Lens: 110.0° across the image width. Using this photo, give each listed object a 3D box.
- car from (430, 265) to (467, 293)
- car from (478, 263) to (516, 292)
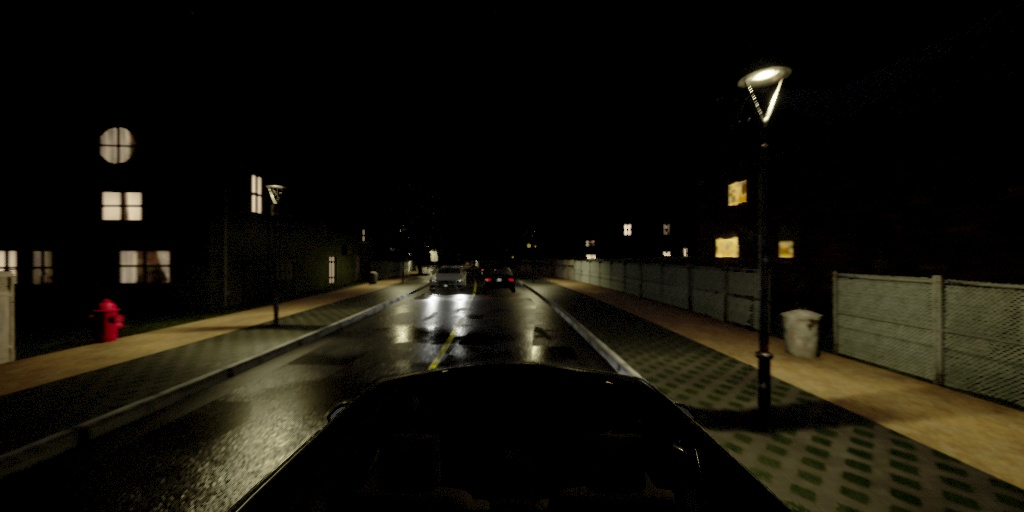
[{"bbox_3d":[-3.623,1.290,21.081,1.812,1.442,4.674,0,0,-4],"label":"car"},{"bbox_3d":[-0.819,1.307,21.334,2.033,1.411,5.357,0,0,-4],"label":"car"}]
